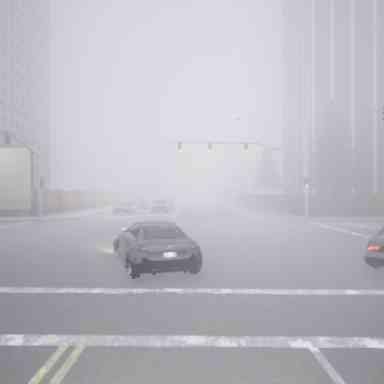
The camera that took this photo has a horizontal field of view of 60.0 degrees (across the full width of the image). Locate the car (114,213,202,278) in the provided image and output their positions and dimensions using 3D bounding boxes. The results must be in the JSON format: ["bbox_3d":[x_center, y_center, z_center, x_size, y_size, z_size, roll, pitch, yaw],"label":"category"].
[{"bbox_3d":[-1.195,1.559,10.307,1.994,1.385,4.181,0,0,-18],"label":"car"}]

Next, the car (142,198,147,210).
[{"bbox_3d":[-7.059,1.626,45.135,1.837,1.490,4.892,0,0,0],"label":"car"}]

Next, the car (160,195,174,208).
[{"bbox_3d":[-3.551,1.605,47.522,1.882,1.535,5.008,0,0,0],"label":"car"}]

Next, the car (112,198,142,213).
[{"bbox_3d":[-7.079,1.643,35.693,2.033,1.411,5.357,0,0,0],"label":"car"}]

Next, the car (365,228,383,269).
[{"bbox_3d":[6.950,1.543,10.320,2.033,1.411,5.357,-1,-1,42],"label":"car"}]

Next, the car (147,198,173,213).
[{"bbox_3d":[-3.575,1.607,38.044,1.837,1.490,4.892,0,0,0],"label":"car"}]
